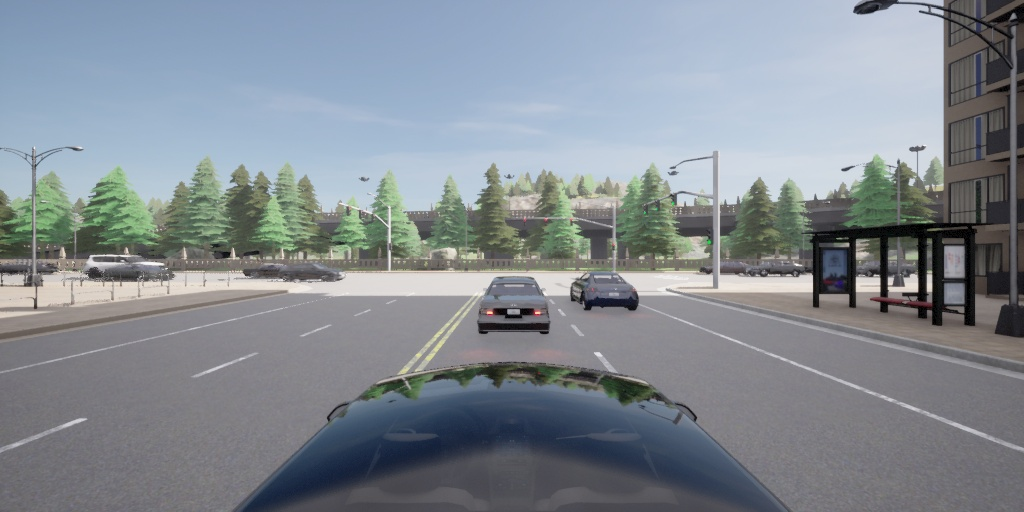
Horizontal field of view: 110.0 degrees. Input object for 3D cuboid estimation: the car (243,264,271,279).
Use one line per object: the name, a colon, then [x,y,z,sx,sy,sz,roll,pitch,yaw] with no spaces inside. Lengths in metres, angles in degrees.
car: [-19.966,1.295,30.531,4.718,1.301,1.895,0,0,1]

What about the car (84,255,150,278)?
car: [-32.942,0.915,30.645,5.566,2.045,2.150,0,0,-1]

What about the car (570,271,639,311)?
car: [3.580,1.314,14.556,1.994,1.385,4.181,0,0,0]

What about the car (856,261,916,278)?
car: [33.866,1.185,33.006,4.902,1.511,2.128,0,0,6]

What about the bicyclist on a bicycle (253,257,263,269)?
bicyclist on a bicycle: [-29.460,0.995,41.648,0.582,1.620,1.656,0,0,1]

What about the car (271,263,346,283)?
car: [-15.007,1.220,26.970,4.674,1.442,1.812,0,0,1]

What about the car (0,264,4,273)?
car: [-41.914,1.258,26.838,4.181,1.385,1.994,0,0,-6]

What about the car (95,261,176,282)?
car: [-28.138,1.259,27.104,4.181,1.385,1.994,0,0,0]

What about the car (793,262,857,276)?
car: [31.991,1.295,36.729,4.718,1.301,1.895,0,0,4]

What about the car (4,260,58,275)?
car: [-49.682,1.185,36.387,4.902,1.511,2.128,0,0,-13]

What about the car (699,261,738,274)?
car: [22.412,1.242,37.131,5.357,1.411,2.033,0,0,1]

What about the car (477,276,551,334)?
car: [0.060,1.297,10.545,2.033,1.411,5.357,0,0,1]

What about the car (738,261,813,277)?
car: [24.528,1.186,33.550,4.902,1.511,2.128,0,0,2]
